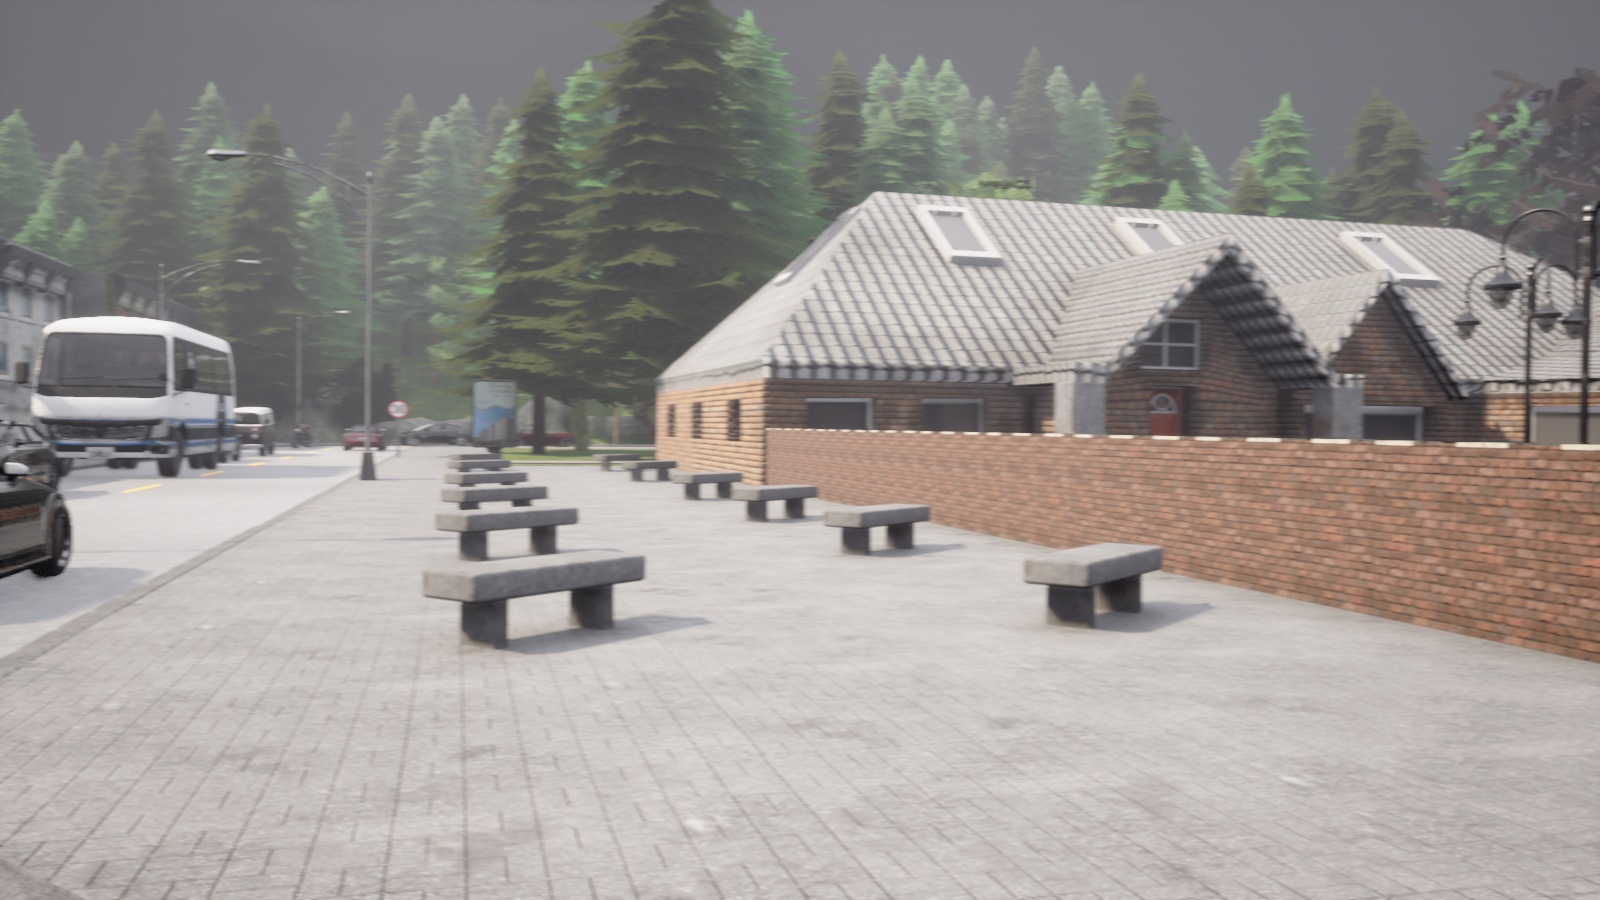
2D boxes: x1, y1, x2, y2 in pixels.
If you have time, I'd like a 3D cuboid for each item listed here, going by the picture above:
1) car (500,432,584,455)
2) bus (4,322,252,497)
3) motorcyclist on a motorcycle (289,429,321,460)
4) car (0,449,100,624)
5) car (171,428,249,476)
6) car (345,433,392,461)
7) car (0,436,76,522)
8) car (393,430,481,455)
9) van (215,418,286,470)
[{"bbox_3d":[-15.670,-0.418,76.280,4.718,1.301,1.895,-1,1,-21],"label":"car"},{"bbox_3d":[-18.662,-1.090,35.897,3.944,4.253,10.273,-1,1,-15],"label":"bus"},{"bbox_3d":[-26.888,-0.304,68.230,0.766,1.649,2.350,1,1,2],"label":"motorcyclist on a motorcycle"},{"bbox_3d":[-7.729,0.727,10.815,1.994,1.385,4.181,-1,1,-15],"label":"car"},{"bbox_3d":[-21.135,0.030,45.151,1.851,1.617,3.988,-1,1,-15],"label":"car"},{"bbox_3d":[-22.449,-0.182,65.482,1.994,1.385,4.181,-1,1,-15],"label":"car"},{"bbox_3d":[-15.393,0.500,23.834,1.816,1.474,4.193,-1,1,-15],"label":"car"},{"bbox_3d":[-22.343,-0.474,77.381,4.792,1.488,2.163,-1,1,-33],"label":"car"},{"bbox_3d":[-23.448,-0.300,53.738,2.069,2.038,4.480,-1,3,-15],"label":"van"}]
